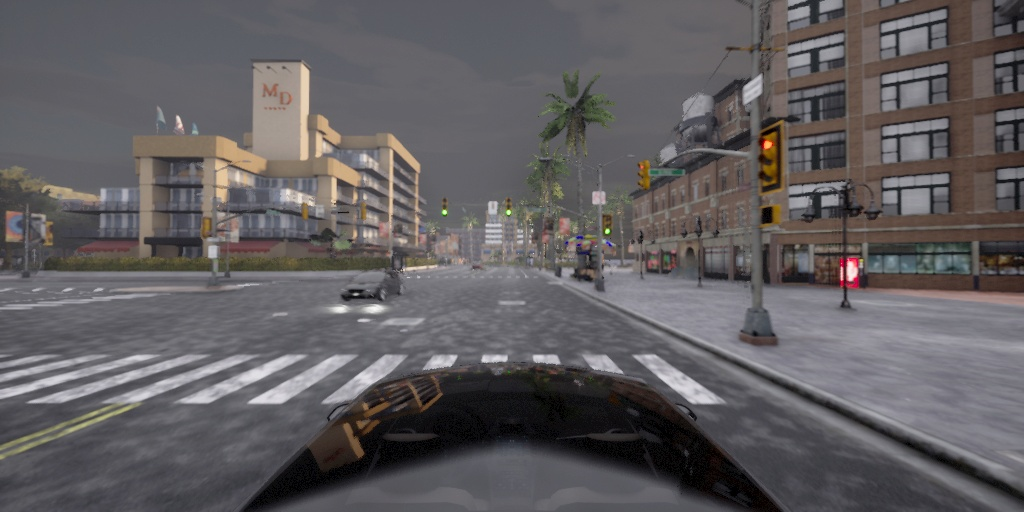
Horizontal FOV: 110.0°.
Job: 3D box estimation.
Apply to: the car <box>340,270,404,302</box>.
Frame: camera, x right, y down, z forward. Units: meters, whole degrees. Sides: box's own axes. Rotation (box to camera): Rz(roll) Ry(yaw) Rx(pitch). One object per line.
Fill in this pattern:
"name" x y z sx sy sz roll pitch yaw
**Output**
"car" -7.000 1.489 18.488 1.837 1.490 4.892 0 -1 0
